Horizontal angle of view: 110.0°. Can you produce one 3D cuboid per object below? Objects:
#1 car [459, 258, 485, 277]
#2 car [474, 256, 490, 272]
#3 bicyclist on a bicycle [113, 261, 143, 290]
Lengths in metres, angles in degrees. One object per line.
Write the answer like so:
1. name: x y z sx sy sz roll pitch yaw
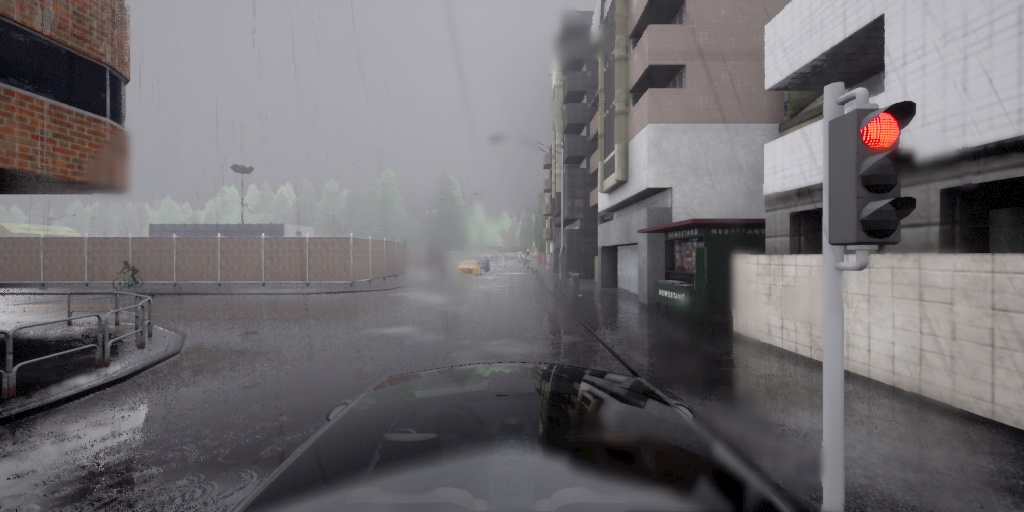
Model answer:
1. car: -4.110 1.227 35.826 1.882 1.535 5.008 0 0 0
2. car: -4.079 0.971 46.527 2.150 2.045 5.566 0 0 0
3. bicyclist on a bicycle: -22.180 1.099 20.731 0.582 1.620 1.656 0 0 0
